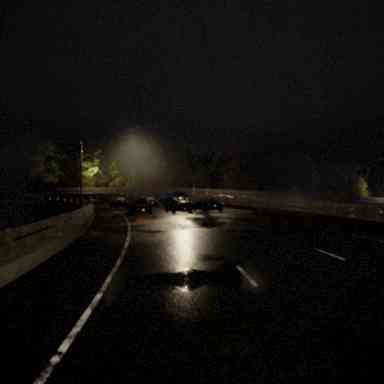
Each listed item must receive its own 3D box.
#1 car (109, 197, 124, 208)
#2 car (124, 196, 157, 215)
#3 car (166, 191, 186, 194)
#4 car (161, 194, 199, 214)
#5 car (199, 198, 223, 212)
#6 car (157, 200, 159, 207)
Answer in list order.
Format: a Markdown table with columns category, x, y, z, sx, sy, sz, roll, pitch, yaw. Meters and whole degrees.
| category | x | y | z | sx | sy | sz | roll | pitch | yaw |
| --- | --- | --- | --- | --- | --- | --- | --- | --- | --- |
| car | -9.592 | 1.302 | 43.486 | 1.994 | 1.385 | 4.181 | -1 | 1 | -25 |
| car | -4.962 | 1.297 | 31.392 | 1.837 | 1.490 | 4.892 | -1 | 1 | -17 |
| car | -2.416 | 0.881 | 44.619 | 2.150 | 2.045 | 5.566 | -1 | 1 | -25 |
| car | -1.339 | 1.243 | 31.543 | 2.128 | 1.511 | 4.902 | -1 | 0 | -17 |
| car | 1.587 | 1.267 | 34.049 | 1.994 | 1.385 | 4.181 | -1 | 0 | -19 |
| car | -5.830 | 1.263 | 43.646 | 1.994 | 1.385 | 4.181 | -1 | 1 | -24 |
